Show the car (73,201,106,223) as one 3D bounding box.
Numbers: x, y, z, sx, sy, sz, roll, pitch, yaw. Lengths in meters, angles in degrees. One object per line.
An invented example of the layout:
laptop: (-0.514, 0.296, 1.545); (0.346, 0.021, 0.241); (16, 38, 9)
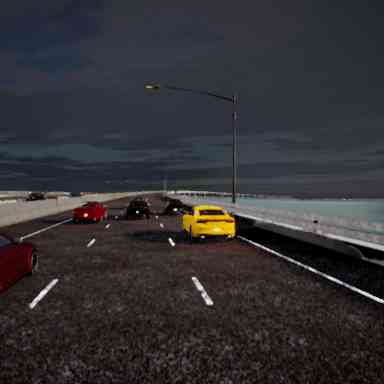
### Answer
car: (-7.736, 1.447, 25.482); (1.882, 1.535, 5.008); (0, 0, -9)

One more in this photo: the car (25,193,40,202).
car: (-31.324, 1.133, 66.403); (2.150, 2.045, 5.566); (0, 0, -8)

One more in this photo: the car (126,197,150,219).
car: (-4.694, 1.440, 28.815); (1.882, 1.535, 5.008); (0, 0, -8)

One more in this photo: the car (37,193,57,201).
car: (-27.507, 1.437, 64.280); (2.128, 1.511, 4.902); (0, 0, -8)

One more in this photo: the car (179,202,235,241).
car: (0.689, 1.455, 16.626); (1.882, 1.535, 5.008); (0, 0, -9)

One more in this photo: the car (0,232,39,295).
car: (-4.976, 1.557, 7.498); (1.994, 1.385, 4.181); (0, 0, -9)

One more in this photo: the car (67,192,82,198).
car: (-24.769, 1.095, 70.203); (2.150, 2.045, 5.566); (0, 0, -8)

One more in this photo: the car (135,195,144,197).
car: (-6.798, 1.292, 43.213); (2.097, 1.767, 4.553); (0, 0, -8)

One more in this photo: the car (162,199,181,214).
car: (-1.944, 1.454, 34.132); (1.837, 1.490, 4.892); (0, -1, -8)
